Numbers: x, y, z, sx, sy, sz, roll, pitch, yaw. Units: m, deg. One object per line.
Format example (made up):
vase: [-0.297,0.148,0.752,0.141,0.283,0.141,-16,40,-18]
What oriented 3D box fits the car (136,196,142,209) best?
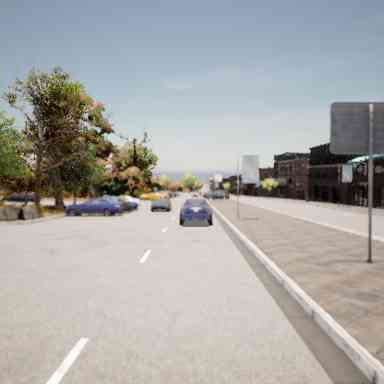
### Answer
car: [-8.083,1.184,34.359,5.008,1.535,2.097,0,0,0]

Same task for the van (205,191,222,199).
van: [5.521,0.663,85.463,4.442,1.987,1.878,0,0,0]

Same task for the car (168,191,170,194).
car: [-7.782,0.894,71.559,5.008,1.535,2.097,0,0,0]

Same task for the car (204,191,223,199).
car: [5.418,0.760,82.660,4.553,1.767,2.185,0,0,0]

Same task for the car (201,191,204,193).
car: [5.274,0.650,71.449,5.566,2.045,2.435,0,0,0]

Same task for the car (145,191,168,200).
car: [-7.816,0.922,65.990,5.008,1.535,2.097,0,0,0]

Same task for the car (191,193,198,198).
car: [0.696,0.987,90.925,1.895,1.301,4.718,0,0,0]

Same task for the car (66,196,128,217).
car: [-8.127,1.280,27.810,4.674,1.452,2.002,0,0,0]

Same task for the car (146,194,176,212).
car: [-3.042,1.259,33.855,2.033,1.411,5.357,0,0,1]

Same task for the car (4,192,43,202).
car: [-25.864,0.745,50.978,5.357,1.411,2.033,1,3,0]

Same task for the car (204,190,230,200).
car: [5.287,0.915,68.649,4.892,1.521,2.231,0,0,0]

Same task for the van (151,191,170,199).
van: [-7.809,0.654,82.695,4.442,1.987,1.878,0,0,0]

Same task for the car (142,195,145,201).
car: [-8.050,1.198,37.507,4.674,1.452,2.002,0,0,0]

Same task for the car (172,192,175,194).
car: [-7.654,0.926,88.266,4.674,1.452,2.002,0,0,0]

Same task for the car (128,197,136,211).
car: [-8.098,1.213,31.085,4.892,1.521,2.231,0,0,0]

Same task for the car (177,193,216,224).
car: [0.265,1.159,22.741,2.097,1.767,4.553,0,1,0]

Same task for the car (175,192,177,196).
car: [-7.616,0.893,93.837,5.008,1.535,2.097,0,0,0]
